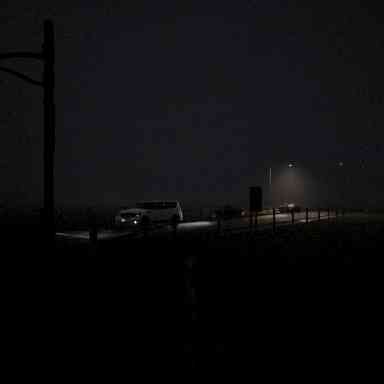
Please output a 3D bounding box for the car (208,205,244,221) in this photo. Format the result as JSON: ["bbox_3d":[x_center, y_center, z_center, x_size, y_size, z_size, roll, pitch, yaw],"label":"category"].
[{"bbox_3d":[3.487,2.089,33.491,2.128,1.511,4.902,0,-1,36],"label":"car"}]

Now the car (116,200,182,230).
[{"bbox_3d":[-3.001,1.608,24.615,2.150,2.045,5.566,0,-1,36],"label":"car"}]

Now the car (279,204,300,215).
[{"bbox_3d":[14.074,2.440,47.901,2.128,1.511,4.902,0,-1,37],"label":"car"}]
